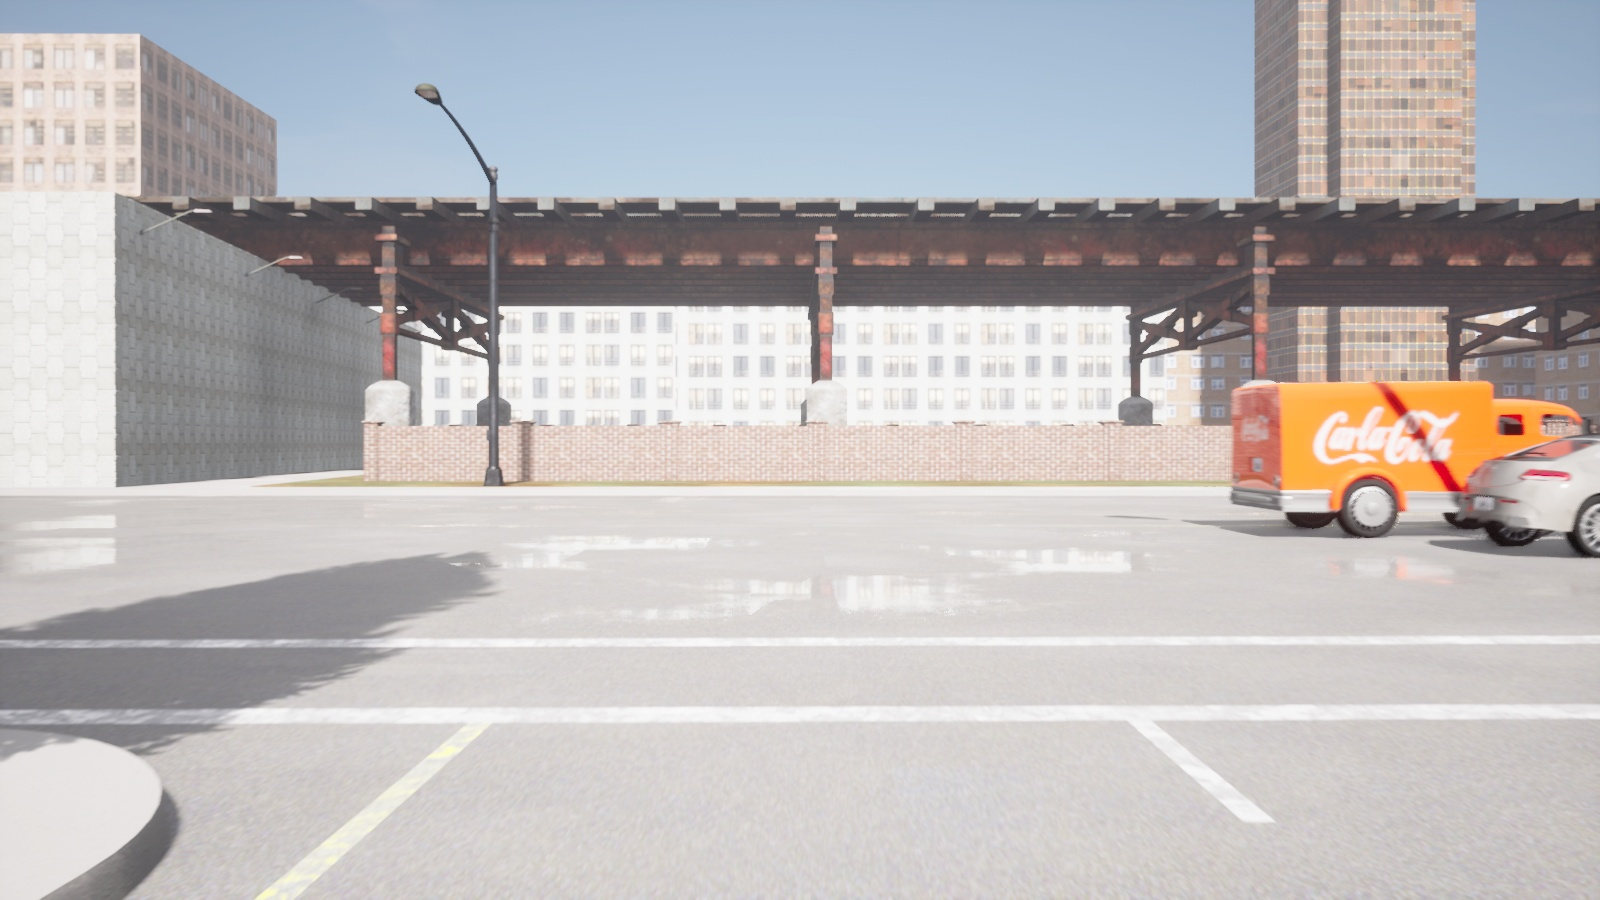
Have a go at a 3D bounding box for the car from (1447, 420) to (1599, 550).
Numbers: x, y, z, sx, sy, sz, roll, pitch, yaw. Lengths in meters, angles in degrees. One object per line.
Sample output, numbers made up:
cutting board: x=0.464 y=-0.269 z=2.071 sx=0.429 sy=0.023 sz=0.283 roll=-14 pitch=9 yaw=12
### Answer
car: x=11.854 y=0.438 z=17.083 sx=5.027 sy=1.651 sz=2.152 roll=0 pitch=0 yaw=-3

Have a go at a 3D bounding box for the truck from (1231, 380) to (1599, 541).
truck: x=10.105 y=0.152 z=20.546 sx=5.204 sy=2.467 sz=2.627 roll=0 pitch=0 yaw=0
